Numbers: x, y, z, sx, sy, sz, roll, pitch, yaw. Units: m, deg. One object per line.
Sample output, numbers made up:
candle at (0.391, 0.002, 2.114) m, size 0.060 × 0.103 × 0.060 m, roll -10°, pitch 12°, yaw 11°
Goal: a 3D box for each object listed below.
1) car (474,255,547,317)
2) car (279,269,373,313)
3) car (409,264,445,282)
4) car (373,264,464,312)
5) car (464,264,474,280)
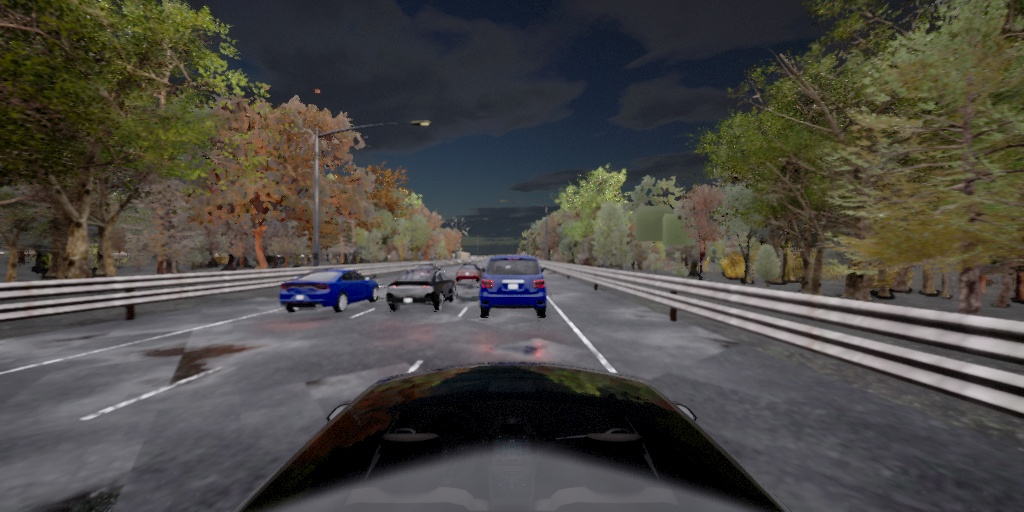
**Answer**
car at (0.048, 0.994, 13.367) m, size 2.150 × 2.045 × 5.566 m, roll 0°, pitch 0°, yaw 0°
car at (-6.949, 1.250, 14.243) m, size 1.882 × 1.535 × 5.008 m, roll 0°, pitch -1°, yaw 0°
car at (-7.001, 1.361, 29.943) m, size 1.994 × 1.385 × 4.181 m, roll 0°, pitch 0°, yaw 0°
car at (-3.450, 1.264, 14.367) m, size 2.128 × 1.511 × 4.902 m, roll 0°, pitch 0°, yaw 0°
car at (-3.502, 1.361, 30.102) m, size 1.994 × 1.385 × 4.181 m, roll 0°, pitch 0°, yaw 0°
